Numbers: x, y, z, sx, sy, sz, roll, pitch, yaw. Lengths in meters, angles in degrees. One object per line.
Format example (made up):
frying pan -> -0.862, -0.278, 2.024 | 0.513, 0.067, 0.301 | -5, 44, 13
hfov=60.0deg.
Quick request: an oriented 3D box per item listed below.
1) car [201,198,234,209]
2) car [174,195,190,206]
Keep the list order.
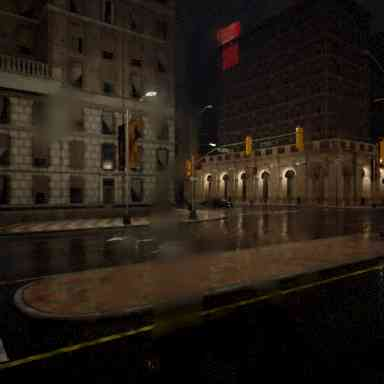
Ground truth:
car -> 3.485, 1.547, 46.956 | 2.033, 1.411, 5.357 | 0, 0, -36
car -> -2.222, 1.526, 55.014 | 1.812, 1.442, 4.674 | 0, 0, -35
